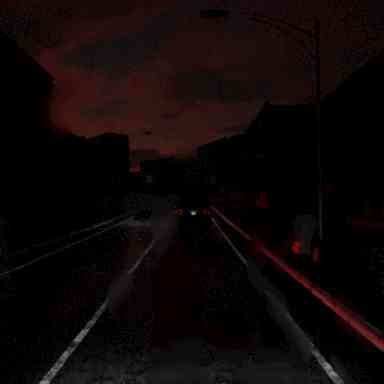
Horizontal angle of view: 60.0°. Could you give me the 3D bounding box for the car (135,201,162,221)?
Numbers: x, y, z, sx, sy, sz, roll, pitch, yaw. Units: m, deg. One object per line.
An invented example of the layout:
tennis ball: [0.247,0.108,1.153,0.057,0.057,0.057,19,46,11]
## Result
car: [-3.623,1.528,28.383,1.882,1.535,5.008,0,0,0]

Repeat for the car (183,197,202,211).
car: [0.062,1.436,41.401,2.128,1.511,4.902,0,1,0]

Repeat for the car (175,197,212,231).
car: [0.081,1.296,21.517,2.150,2.045,5.566,0,0,0]
